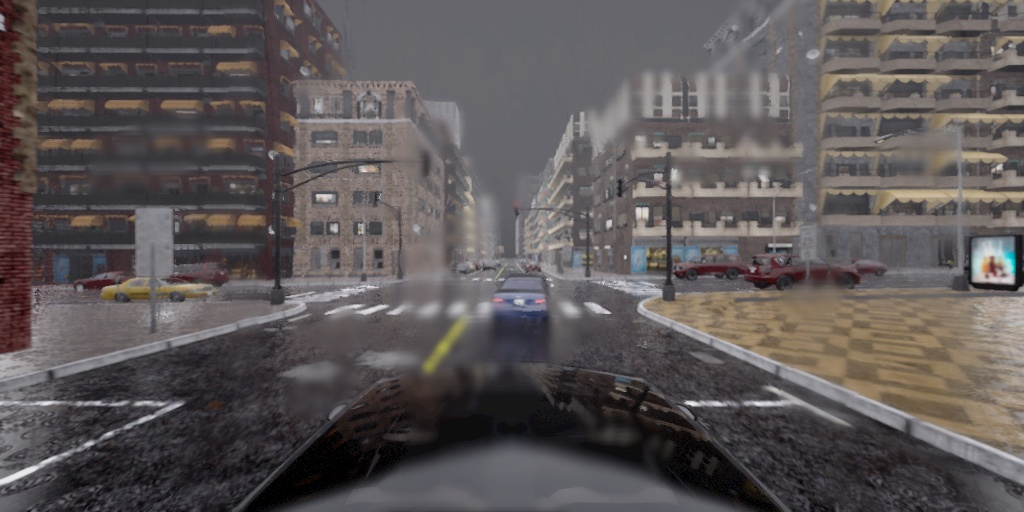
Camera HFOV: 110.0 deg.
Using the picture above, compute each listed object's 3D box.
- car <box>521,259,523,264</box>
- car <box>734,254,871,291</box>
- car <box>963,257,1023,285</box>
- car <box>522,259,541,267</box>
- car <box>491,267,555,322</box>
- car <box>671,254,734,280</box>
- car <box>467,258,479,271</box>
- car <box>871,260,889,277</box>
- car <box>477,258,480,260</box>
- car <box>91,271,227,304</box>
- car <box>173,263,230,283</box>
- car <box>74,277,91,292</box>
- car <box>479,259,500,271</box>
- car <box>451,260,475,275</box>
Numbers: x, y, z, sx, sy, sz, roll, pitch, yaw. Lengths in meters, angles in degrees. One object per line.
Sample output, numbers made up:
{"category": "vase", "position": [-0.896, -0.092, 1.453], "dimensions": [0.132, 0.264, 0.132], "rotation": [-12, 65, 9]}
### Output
{"category": "car", "position": [2.668, 1.284, 51.790], "dimensions": [1.967, 1.591, 4.097], "rotation": [0, 0, 0]}
{"category": "car", "position": [14.703, 0.803, 18.386], "dimensions": [5.009, 1.841, 2.192], "rotation": [0, 0, -1]}
{"category": "car", "position": [25.796, 0.846, 18.488], "dimensions": [4.313, 1.339, 1.948], "rotation": [0, 0, -1]}
{"category": "car", "position": [2.670, 1.272, 46.108], "dimensions": [1.967, 1.591, 4.097], "rotation": [0, 0, 0]}
{"category": "car", "position": [0.482, 1.307, 12.419], "dimensions": [2.033, 1.411, 5.357], "rotation": [0, 0, 6]}
{"category": "car", "position": [14.564, 0.801, 26.765], "dimensions": [5.009, 1.841, 2.192], "rotation": [0, 0, -1]}
{"category": "car", "position": [-5.710, 1.358, 45.932], "dimensions": [1.751, 1.417, 4.829], "rotation": [0, 0, 0]}
{"category": "car", "position": [25.656, 0.861, 26.868], "dimensions": [4.207, 1.307, 1.802], "rotation": [0, 0, -1]}
{"category": "car", "position": [-5.713, 1.159, 51.784], "dimensions": [2.192, 1.841, 5.009], "rotation": [0, 0, 0]}
{"category": "car", "position": [-17.637, 1.613, 18.087], "dimensions": [4.829, 1.417, 1.751], "rotation": [0, 0, -1]}
{"category": "car", "position": [-23.610, 1.504, 26.381], "dimensions": [5.009, 1.841, 2.192], "rotation": [0, 0, -1]}
{"category": "car", "position": [-29.273, 1.836, 26.328], "dimensions": [4.507, 1.381, 1.888], "rotation": [0, 0, -1]}
{"category": "car", "position": [-3.107, 1.347, 50.622], "dimensions": [1.837, 1.490, 4.892], "rotation": [0, 0, 0]}
{"category": "car", "position": [-5.708, 1.387, 40.419], "dimensions": [1.948, 1.339, 4.313], "rotation": [0, 0, 0]}
